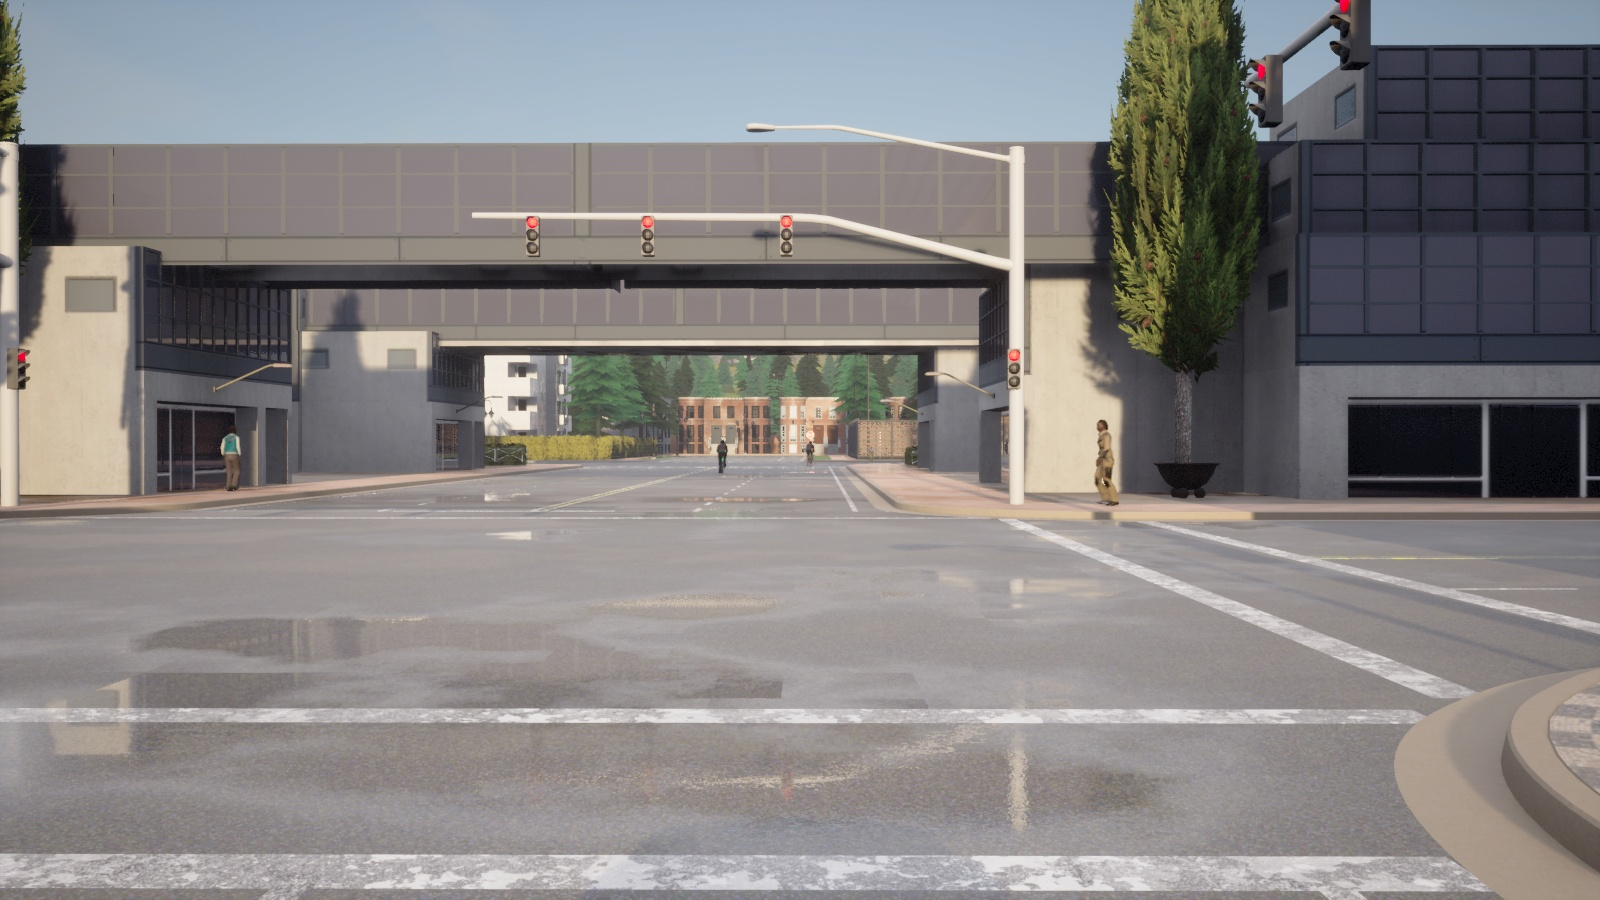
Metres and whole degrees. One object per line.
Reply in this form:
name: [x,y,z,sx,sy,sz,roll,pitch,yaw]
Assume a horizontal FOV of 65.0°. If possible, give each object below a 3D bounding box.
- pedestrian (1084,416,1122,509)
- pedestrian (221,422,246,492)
pedestrian: [6.354,0.261,26.370,0.692,1.930,0.396,0,0,-2]
pedestrian: [-15.805,0.195,35.034,0.396,1.930,0.692,0,0,0]
